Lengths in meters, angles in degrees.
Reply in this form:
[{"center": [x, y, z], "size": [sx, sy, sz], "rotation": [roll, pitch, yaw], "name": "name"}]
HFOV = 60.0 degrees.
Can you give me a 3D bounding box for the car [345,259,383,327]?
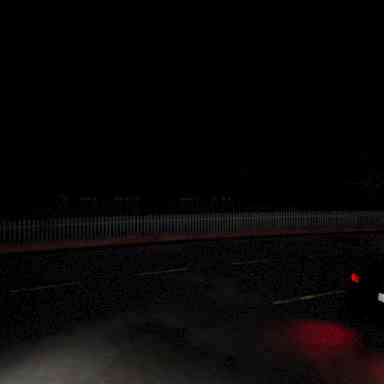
[{"center": [4.746, 1.564, 5.745], "size": [4.181, 1.385, 1.994], "rotation": [0, 0, -24], "name": "car"}]
